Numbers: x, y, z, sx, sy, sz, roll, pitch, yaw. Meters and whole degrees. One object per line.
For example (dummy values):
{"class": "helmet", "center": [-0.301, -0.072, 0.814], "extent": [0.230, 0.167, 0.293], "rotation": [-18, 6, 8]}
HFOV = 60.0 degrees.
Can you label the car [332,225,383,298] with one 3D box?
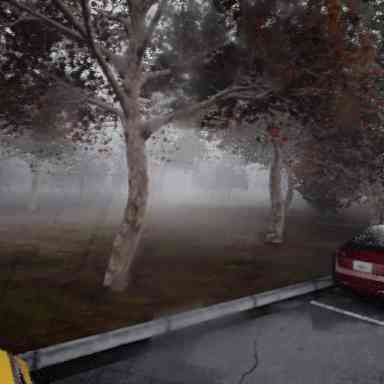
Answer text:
{"class": "car", "center": [5.319, 1.525, 7.850], "extent": [4.792, 1.488, 2.163], "rotation": [0, 0, -33]}
